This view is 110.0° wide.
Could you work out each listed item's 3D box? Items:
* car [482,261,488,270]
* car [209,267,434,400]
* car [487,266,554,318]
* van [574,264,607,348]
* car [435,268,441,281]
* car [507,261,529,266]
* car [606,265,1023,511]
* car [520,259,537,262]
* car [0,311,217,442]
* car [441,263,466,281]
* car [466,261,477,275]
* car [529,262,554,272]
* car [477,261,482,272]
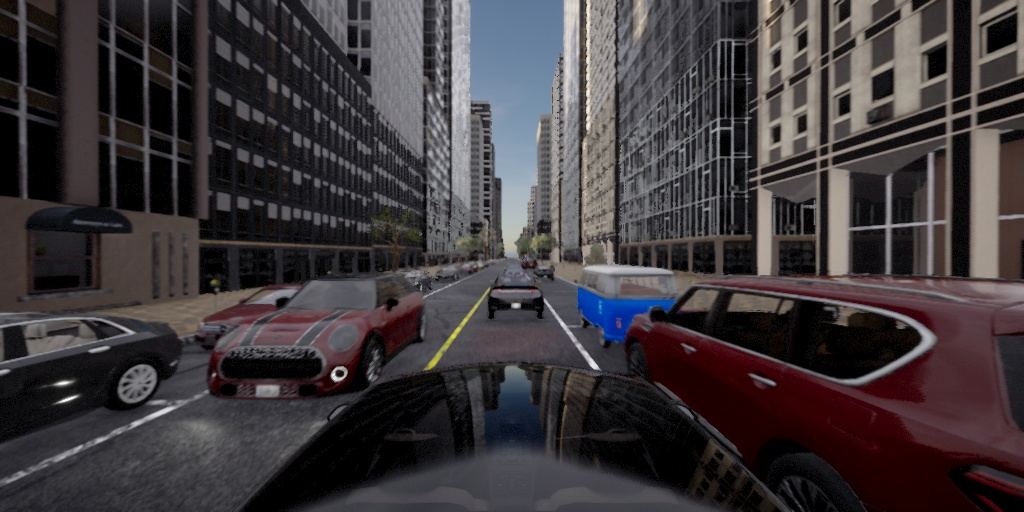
[{"bbox_3d":[-5.553,1.563,60.107,1.751,1.417,4.829,0,0,0],"label":"car"},{"bbox_3d":[-3.090,1.125,6.787,2.097,1.767,4.553,0,0,0],"label":"car"},{"bbox_3d":[0.126,1.300,13.302,2.128,1.511,4.902,0,0,0],"label":"car"},{"bbox_3d":[2.704,1.130,9.105,1.690,1.789,3.998,0,0,0],"label":"van"},{"bbox_3d":[-5.650,1.390,20.492,2.007,1.370,4.403,0,0,0],"label":"car"},{"bbox_3d":[0.170,1.446,31.277,2.033,1.411,5.357,0,0,0],"label":"car"},{"bbox_3d":[2.690,1.076,3.421,2.192,1.841,5.009,0,0,0],"label":"car"},{"bbox_3d":[2.813,1.331,54.574,2.192,1.841,5.009,0,0,0],"label":"car"},{"bbox_3d":[-5.691,1.304,3.442,2.007,1.370,4.403,0,0,0],"label":"car"},{"bbox_3d":[-5.622,1.447,31.859,2.007,1.370,4.403,0,0,0],"label":"car"},{"bbox_3d":[-5.595,1.535,43.226,1.802,1.307,4.207,0,0,0],"label":"car"},{"bbox_3d":[2.759,1.454,31.839,2.007,1.370,4.403,0,0,0],"label":"car"},{"bbox_3d":[-5.581,1.421,48.910,1.967,1.591,4.097,0,0,0],"label":"car"}]
